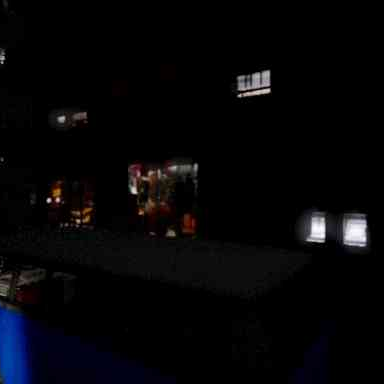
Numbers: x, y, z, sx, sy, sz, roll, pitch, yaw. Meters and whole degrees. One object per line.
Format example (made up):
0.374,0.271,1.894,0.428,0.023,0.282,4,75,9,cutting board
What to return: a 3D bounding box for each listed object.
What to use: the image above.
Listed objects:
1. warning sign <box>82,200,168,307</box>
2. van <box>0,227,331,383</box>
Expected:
-1.326,1.113,6.720,1.060,1.860,1.300,1,0,35,warning sign
-0.710,1.340,3.353,3.998,1.788,1.690,0,1,35,van
